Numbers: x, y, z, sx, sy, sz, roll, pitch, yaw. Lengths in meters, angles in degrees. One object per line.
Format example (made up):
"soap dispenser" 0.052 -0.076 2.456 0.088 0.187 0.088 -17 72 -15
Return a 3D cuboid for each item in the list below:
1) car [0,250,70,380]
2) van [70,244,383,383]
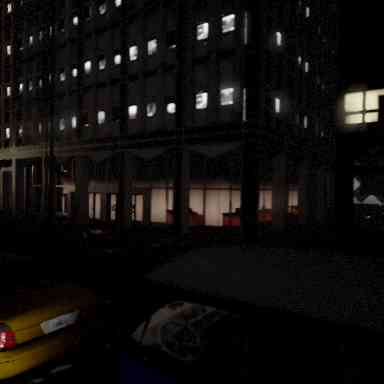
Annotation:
"car" -3.458 1.524 5.324 4.829 1.417 1.752 0 1 36
"van" 1.258 1.342 1.956 3.998 1.788 1.690 0 1 36
